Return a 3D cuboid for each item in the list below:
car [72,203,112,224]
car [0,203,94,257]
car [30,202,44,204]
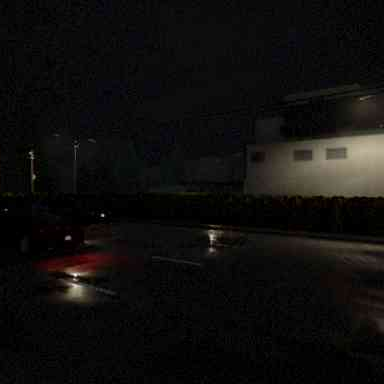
[{"bbox_3d":[-7.238,1.438,22.057,4.181,1.385,1.994,0,0,36],"label":"car"},{"bbox_3d":[-6.218,1.394,12.729,5.008,1.535,1.882,1,0,36],"label":"car"},{"bbox_3d":[-9.533,1.349,19.394,5.008,1.535,1.882,0,0,36],"label":"car"}]
